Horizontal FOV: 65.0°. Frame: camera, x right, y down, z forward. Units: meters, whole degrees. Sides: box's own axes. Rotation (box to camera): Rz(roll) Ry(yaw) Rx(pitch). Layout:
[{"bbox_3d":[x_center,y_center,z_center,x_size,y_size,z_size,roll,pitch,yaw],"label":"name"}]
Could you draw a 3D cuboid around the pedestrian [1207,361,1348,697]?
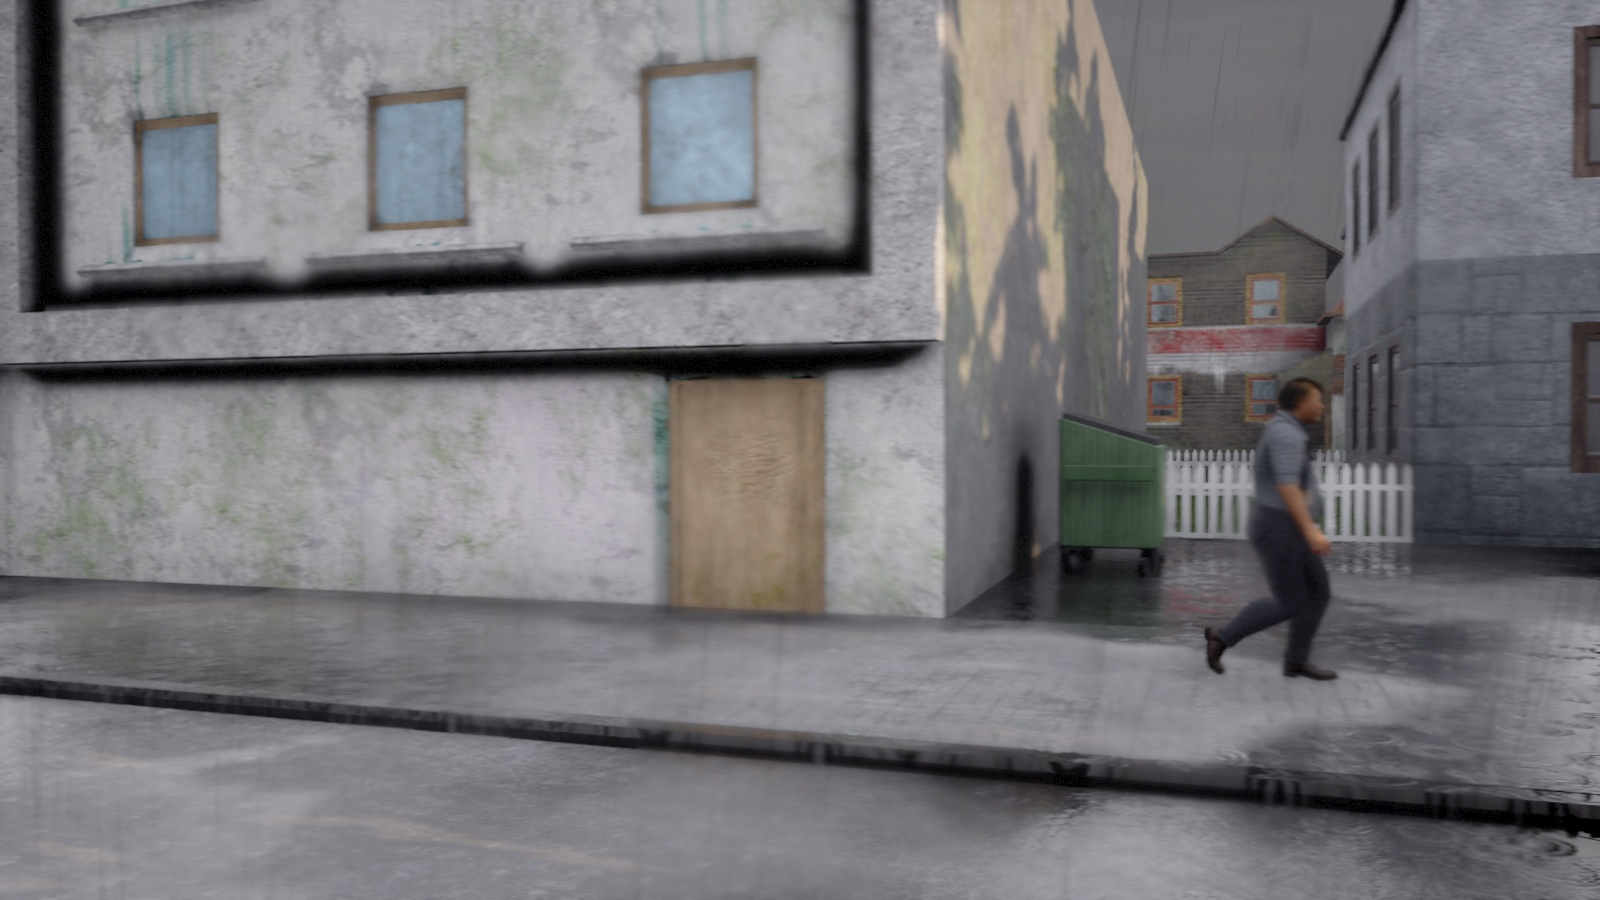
[{"bbox_3d":[2.780,0.429,7.299,0.694,1.848,0.540,1,1,26],"label":"pedestrian"}]
